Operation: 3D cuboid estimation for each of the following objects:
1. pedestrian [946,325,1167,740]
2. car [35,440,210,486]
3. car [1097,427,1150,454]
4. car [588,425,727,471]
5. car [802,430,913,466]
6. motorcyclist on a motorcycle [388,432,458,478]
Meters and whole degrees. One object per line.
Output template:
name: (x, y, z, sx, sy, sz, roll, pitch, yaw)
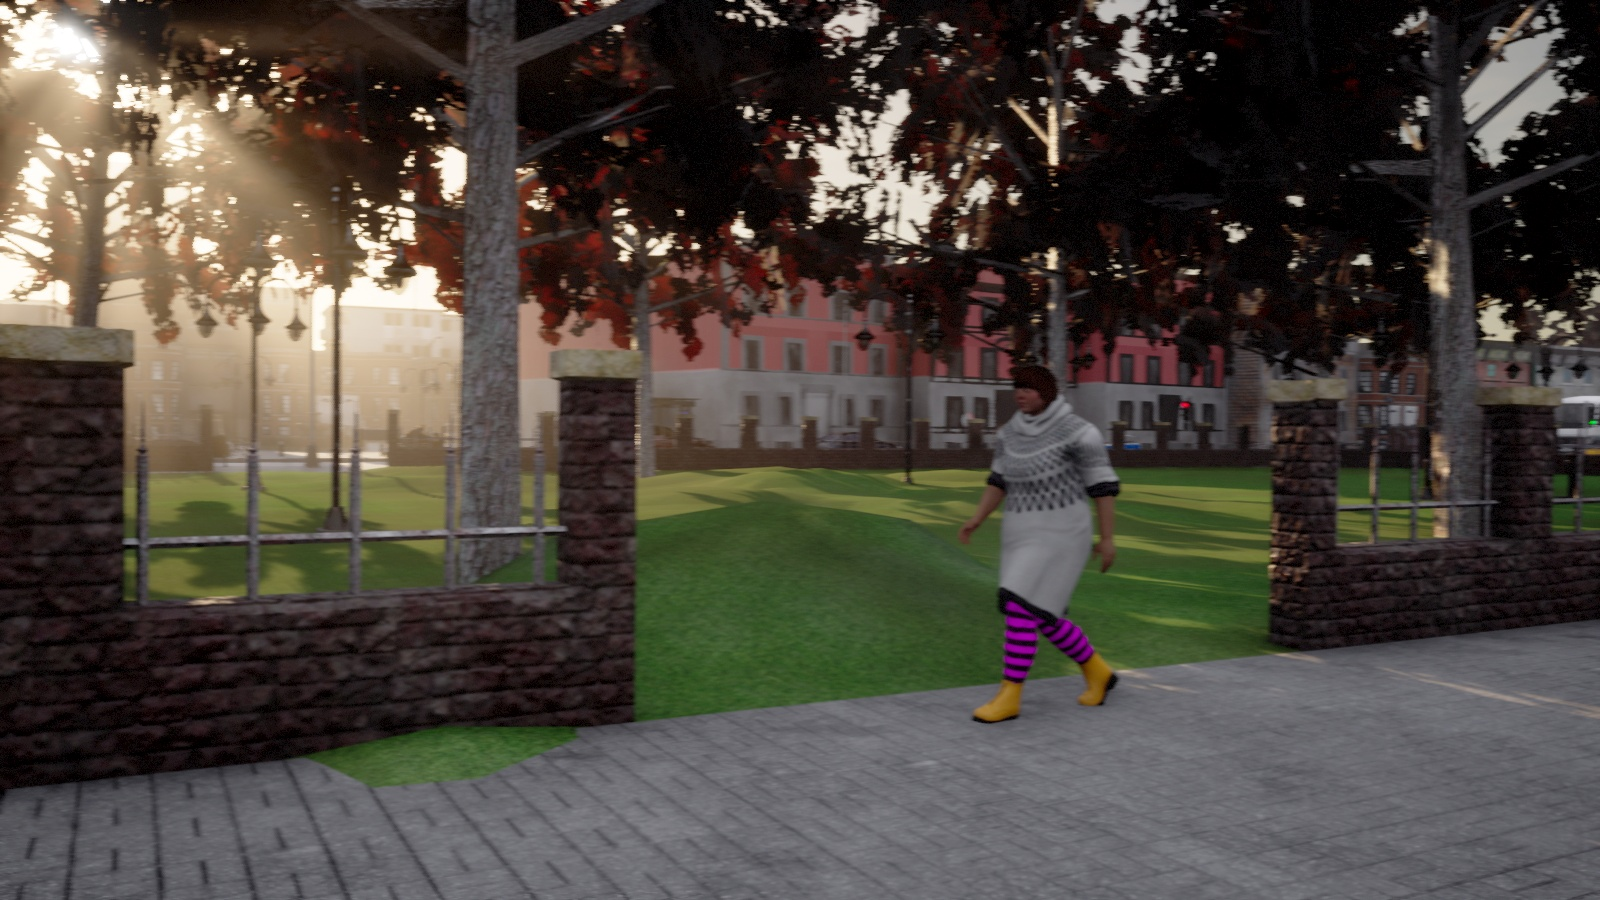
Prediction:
pedestrian: (1.300, 0.377, 6.393, 0.873, 1.952, 0.659, -1, 1, -28)
car: (-21.287, 0.387, 39.605, 4.718, 1.301, 1.895, -1, 1, -28)
car: (16.570, -0.487, 64.302, 2.207, 1.376, 1.481, -1, 1, -27)
car: (-5.448, -0.096, 48.081, 4.856, 1.649, 2.033, -1, 1, -28)
car: (2.386, -0.117, 52.284, 4.181, 1.385, 1.994, -1, 1, -28)
motorcyclist on a motorcycle: (-13.187, 0.161, 43.940, 2.191, 1.530, 0.866, -1, 1, -28)
